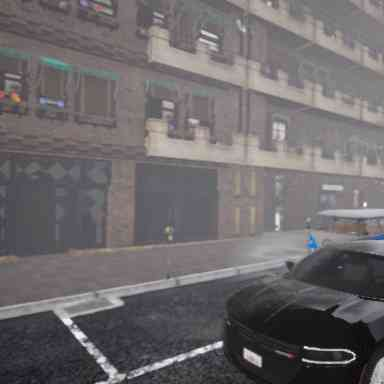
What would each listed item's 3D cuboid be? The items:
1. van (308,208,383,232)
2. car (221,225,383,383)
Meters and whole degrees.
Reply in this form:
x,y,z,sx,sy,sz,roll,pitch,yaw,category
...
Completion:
x,y,z,sx,sy,sz,roll,pitch,yaw,category
5.077,1.396,9.719,3.998,1.788,1.690,0,1,-36,van
2.676,1.505,4.985,5.008,1.535,1.882,1,0,-35,car
